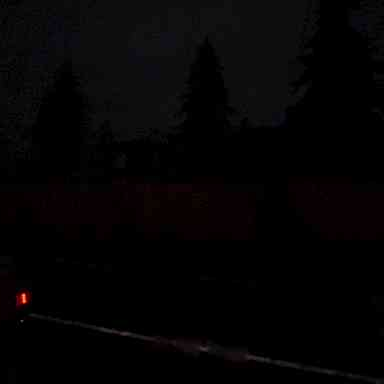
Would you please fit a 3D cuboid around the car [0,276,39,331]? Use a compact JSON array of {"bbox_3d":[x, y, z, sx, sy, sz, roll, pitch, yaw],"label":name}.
[{"bbox_3d":[-4.815,1.596,5.226,4.718,1.301,1.895,0,0,25],"label":"car"}]
